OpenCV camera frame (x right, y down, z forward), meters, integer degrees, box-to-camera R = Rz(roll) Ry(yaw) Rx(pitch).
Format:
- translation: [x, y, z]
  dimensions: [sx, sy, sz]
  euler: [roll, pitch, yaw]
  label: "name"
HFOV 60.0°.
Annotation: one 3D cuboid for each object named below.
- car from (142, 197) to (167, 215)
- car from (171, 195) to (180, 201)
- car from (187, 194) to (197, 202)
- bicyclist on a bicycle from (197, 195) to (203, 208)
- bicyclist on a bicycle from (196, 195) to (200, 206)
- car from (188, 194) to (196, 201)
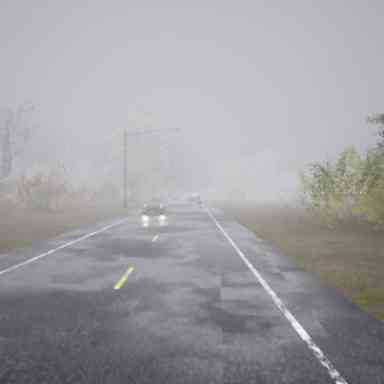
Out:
- translation: [-3.592, 1.271, 32.701]
  dimensions: [2.097, 1.767, 4.553]
  euler: [0, 0, 0]
  label: "car"
- translation: [-3.497, 1.293, 72.862]
  dimensions: [2.033, 1.411, 5.357]
  euler: [0, 0, 0]
  label: "car"
- translation: [0.012, 1.328, 69.515]
  dimensions: [1.812, 1.442, 4.674]
  euler: [0, 0, 0]
  label: "car"
- translation: [0.971, 1.333, 41.062]
  dimensions: [0.866, 1.612, 1.509]
  euler: [0, 0, 0]
  label: "bicyclist on a bicycle"
- translation: [0.965, 1.322, 50.148]
  dimensions: [0.582, 1.620, 1.656]
  euler: [0, 0, 0]
  label: "bicyclist on a bicycle"
- translation: [0.003, 1.291, 79.396]
  dimensions: [1.812, 1.442, 4.674]
  euler: [0, 0, 0]
  label: "car"
